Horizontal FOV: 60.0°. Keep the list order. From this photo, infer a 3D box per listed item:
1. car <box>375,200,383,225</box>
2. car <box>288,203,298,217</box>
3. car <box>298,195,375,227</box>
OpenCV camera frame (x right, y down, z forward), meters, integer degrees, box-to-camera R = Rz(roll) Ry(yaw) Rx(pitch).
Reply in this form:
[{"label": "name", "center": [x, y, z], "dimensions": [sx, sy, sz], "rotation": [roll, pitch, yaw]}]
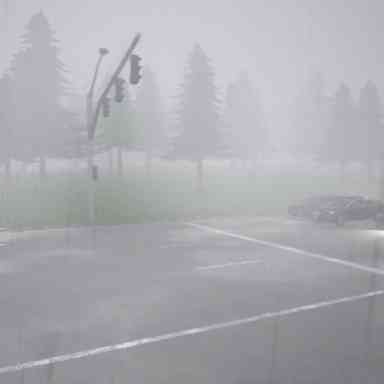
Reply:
[{"label": "car", "center": [11.256, 1.100, 15.969], "dimensions": [4.181, 1.385, 1.994], "rotation": [-1, 1, -24]}, {"label": "car", "center": [8.736, 0.958, 22.503], "dimensions": [4.892, 1.490, 1.837], "rotation": [-1, 1, -24]}, {"label": "car", "center": [8.783, 1.013, 18.700], "dimensions": [4.902, 1.511, 2.128], "rotation": [-1, 1, -24]}]
